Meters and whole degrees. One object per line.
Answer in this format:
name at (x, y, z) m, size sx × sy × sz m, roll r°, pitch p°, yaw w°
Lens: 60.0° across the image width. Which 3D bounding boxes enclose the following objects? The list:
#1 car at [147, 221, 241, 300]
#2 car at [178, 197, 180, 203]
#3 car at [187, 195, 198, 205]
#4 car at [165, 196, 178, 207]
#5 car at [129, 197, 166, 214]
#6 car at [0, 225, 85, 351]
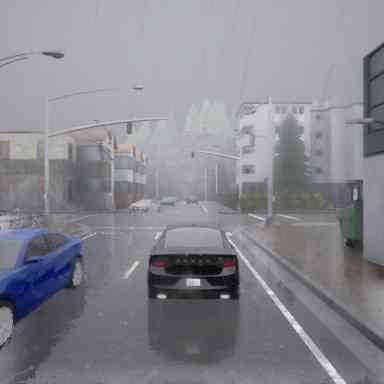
car at (0.049, 1.478, 8.475) m, size 1.882 × 1.535 × 5.008 m, roll 0°, pitch 0°, yaw 1°
car at (-3.502, 1.532, 67.891) m, size 2.128 × 1.511 × 4.902 m, roll 0°, pitch 0°, yaw 0°
car at (0.096, 1.352, 60.280) m, size 2.097 × 1.767 × 4.553 m, roll 0°, pitch 0°, yaw 0°
car at (-3.596, 1.477, 50.440) m, size 1.882 × 1.535 × 5.008 m, roll 0°, pitch 0°, yaw 0°
car at (-4.684, 1.466, 34.098) m, size 1.812 × 1.442 × 4.674 m, roll 1°, pitch -2°, yaw 18°
car at (-3.600, 1.477, 6.306) m, size 1.882 × 1.535 × 5.008 m, roll 0°, pitch 0°, yaw 0°
